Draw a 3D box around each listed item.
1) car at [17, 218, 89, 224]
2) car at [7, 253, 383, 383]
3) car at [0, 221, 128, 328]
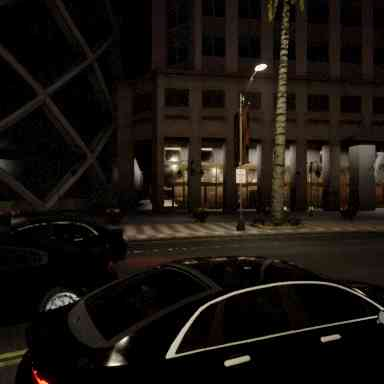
[{"bbox_3d":[-4.243,1.505,9.200,4.892,1.490,1.837,0,-1,-27],"label":"car"},{"bbox_3d":[0.802,1.505,3.700,4.892,1.490,1.837,0,0,-26],"label":"car"},{"bbox_3d":[-3.786,1.477,5.496,5.008,1.535,1.882,0,0,-29],"label":"car"}]
